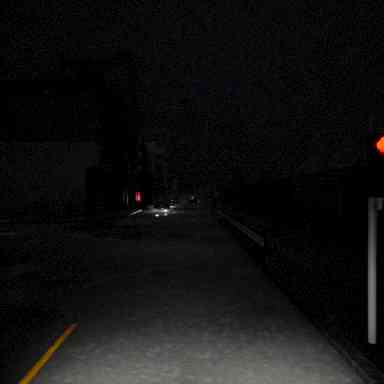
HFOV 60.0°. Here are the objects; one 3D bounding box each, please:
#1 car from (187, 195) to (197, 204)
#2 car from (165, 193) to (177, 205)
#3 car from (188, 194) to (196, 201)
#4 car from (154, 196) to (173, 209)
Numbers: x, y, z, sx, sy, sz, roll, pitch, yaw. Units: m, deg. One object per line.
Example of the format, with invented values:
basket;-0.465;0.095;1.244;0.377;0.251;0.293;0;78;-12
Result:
car;0.051;1.491;66.268;2.128;1.511;4.902;0;0;0
car;-4.042;1.352;55.416;2.097;1.767;4.553;0;0;0
car;0.057;1.310;76.688;1.882;1.535;5.008;0;0;0
car;-4.058;1.564;45.686;1.994;1.385;4.181;0;0;0
